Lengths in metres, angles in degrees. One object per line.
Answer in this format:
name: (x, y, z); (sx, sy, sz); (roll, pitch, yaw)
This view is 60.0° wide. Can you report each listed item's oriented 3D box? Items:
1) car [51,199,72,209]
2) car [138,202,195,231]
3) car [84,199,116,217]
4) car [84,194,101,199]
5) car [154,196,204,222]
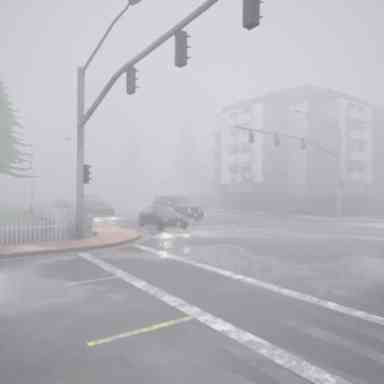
car: (-17.620, 1.644, 44.931); (1.994, 1.385, 4.181); (0, 0, -34)
car: (-1.974, 1.599, 21.500); (1.812, 1.442, 4.674); (1, 0, -31)
car: (-8.931, 1.641, 32.106); (1.994, 1.385, 4.181); (0, 0, -34)
car: (-14.046, 1.329, 45.872); (2.150, 2.045, 5.566); (0, -1, -34)
car: (-1.288, 1.320, 26.878); (2.150, 2.045, 5.566); (0, 0, -34)
